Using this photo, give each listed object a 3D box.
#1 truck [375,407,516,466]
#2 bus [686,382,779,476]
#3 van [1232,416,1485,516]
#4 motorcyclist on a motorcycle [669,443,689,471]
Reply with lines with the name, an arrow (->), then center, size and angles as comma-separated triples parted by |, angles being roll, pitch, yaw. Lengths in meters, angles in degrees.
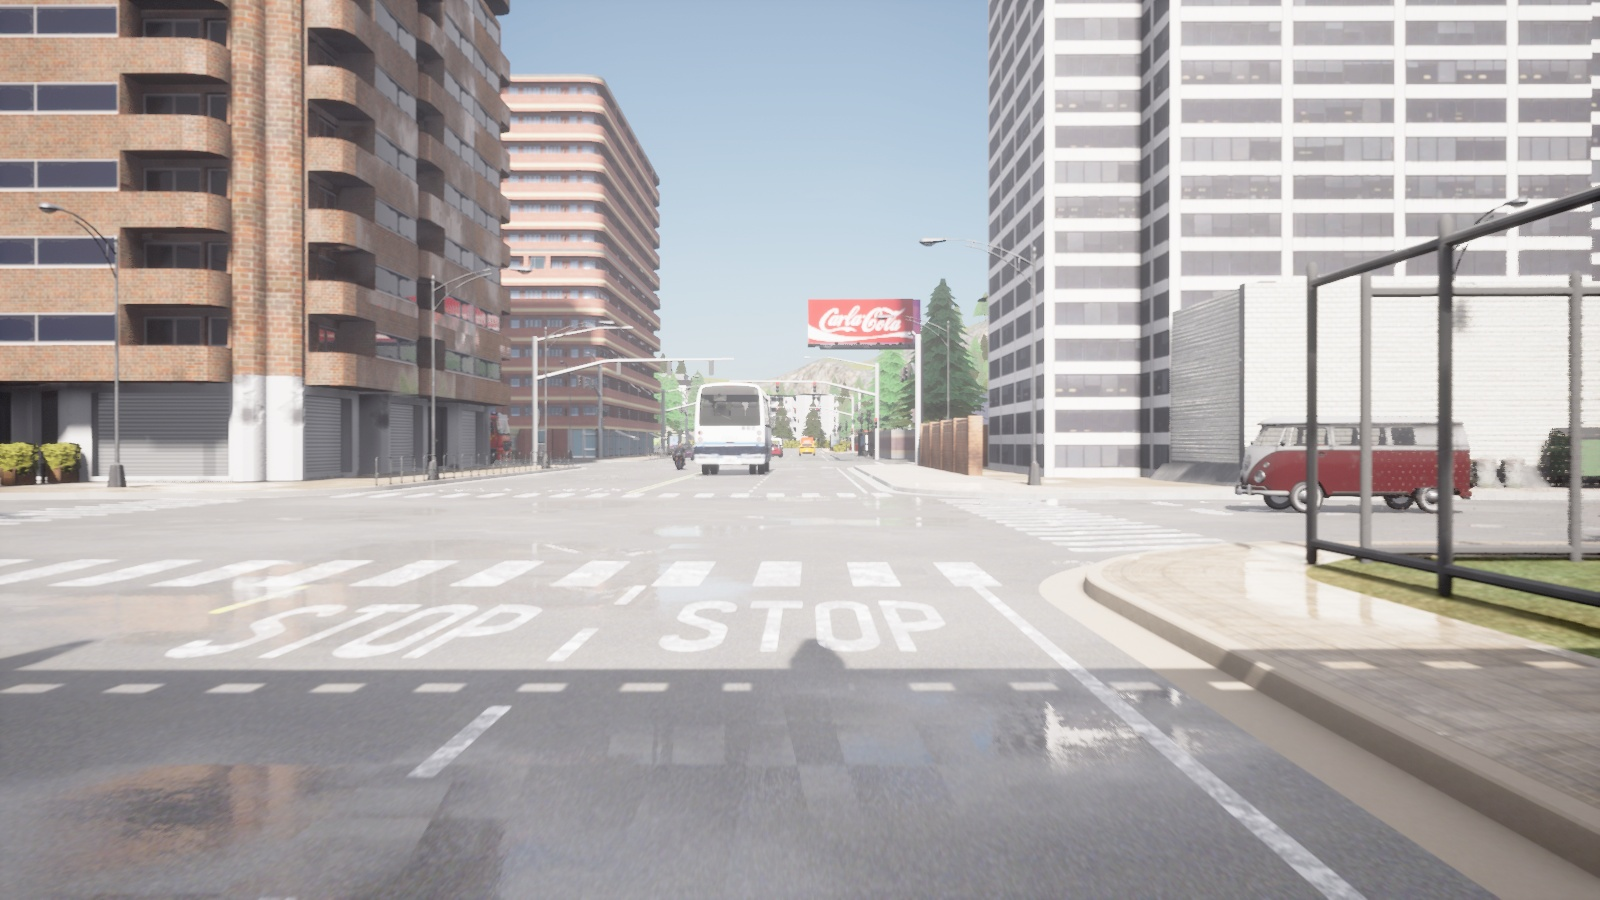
truck -> -23.242, -0.903, 82.718 | 8.468, 3.827, 2.891 | 0, 0, 1
bus -> -3.136, -0.982, 61.945 | 3.944, 4.253, 10.273 | 0, 0, 0
van -> 11.440, 0.307, 25.934 | 4.442, 1.987, 1.775 | 0, 0, 0
motorcyclist on a motorcycle -> -6.624, 0.387, 69.071 | 0.866, 1.530, 2.191 | 0, 0, 0
